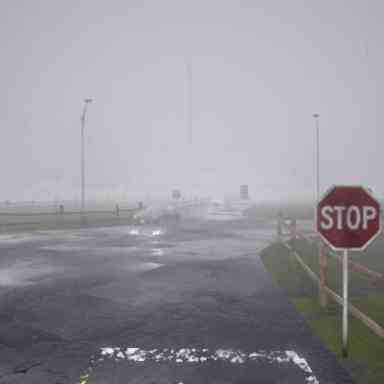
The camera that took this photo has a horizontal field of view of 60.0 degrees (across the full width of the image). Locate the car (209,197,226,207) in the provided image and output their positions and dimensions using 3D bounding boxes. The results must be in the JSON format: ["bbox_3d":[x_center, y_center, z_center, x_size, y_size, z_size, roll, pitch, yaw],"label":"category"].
[{"bbox_3d":[3.773,1.434,48.963,1.812,1.442,4.674,0,0,15],"label":"car"}]

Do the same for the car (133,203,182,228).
[{"bbox_3d":[-2.155,1.510,22.491,1.812,1.442,4.674,1,0,22],"label":"car"}]

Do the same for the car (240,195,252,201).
[{"bbox_3d":[12.065,1.323,74.156,2.033,1.411,5.357,0,0,21],"label":"car"}]
